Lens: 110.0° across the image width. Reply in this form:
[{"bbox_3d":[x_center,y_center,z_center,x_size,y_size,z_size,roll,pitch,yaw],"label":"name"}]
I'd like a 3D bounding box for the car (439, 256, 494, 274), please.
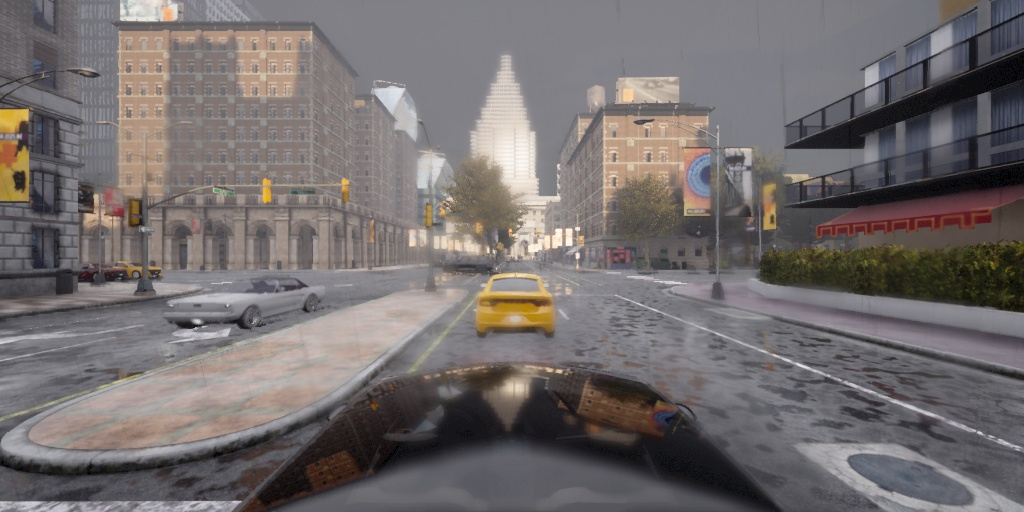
[{"bbox_3d":[-4.754,0.971,39.648,5.566,2.045,2.150,0,0,0],"label":"car"}]

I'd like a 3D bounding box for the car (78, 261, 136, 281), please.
[{"bbox_3d":[-33.938,1.228,28.838,5.008,1.535,1.882,0,0,0],"label":"car"}]

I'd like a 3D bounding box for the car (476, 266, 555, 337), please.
[{"bbox_3d":[0.094,1.228,10.331,1.882,1.535,5.008,0,0,0],"label":"car"}]

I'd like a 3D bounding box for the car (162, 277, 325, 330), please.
[{"bbox_3d":[-7.985,1.351,11.306,1.895,1.301,4.718,0,0,0],"label":"car"}]

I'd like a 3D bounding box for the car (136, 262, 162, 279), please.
[{"bbox_3d":[-34.574,1.228,32.336,5.008,1.535,1.882,0,0,0],"label":"car"}]
